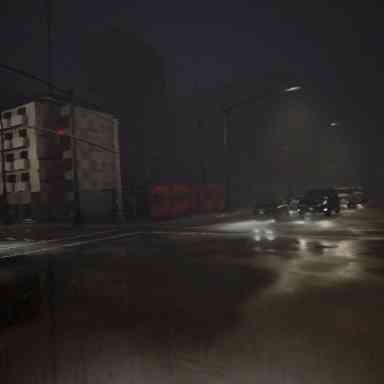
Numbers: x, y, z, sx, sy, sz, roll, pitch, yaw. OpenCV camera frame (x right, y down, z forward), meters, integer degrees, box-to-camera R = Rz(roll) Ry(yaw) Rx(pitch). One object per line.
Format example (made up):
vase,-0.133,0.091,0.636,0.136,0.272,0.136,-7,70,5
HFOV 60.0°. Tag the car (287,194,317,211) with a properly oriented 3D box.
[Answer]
car,11.448,1.054,34.452,1.812,1.442,4.674,-3,-1,33

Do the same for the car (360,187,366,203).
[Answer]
car,20.816,0.382,42.526,2.150,2.045,5.566,-3,-1,33

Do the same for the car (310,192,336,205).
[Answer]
car,17.089,0.840,43.192,2.128,1.511,4.902,-3,-1,33

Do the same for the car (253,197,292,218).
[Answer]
car,6.445,1.201,26.657,2.128,1.511,4.902,-3,0,33

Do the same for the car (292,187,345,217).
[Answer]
car,9.738,0.756,25.316,2.150,2.045,5.566,-3,0,34

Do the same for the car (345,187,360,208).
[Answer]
car,15.153,0.561,33.762,2.150,2.045,5.566,-3,-1,33
